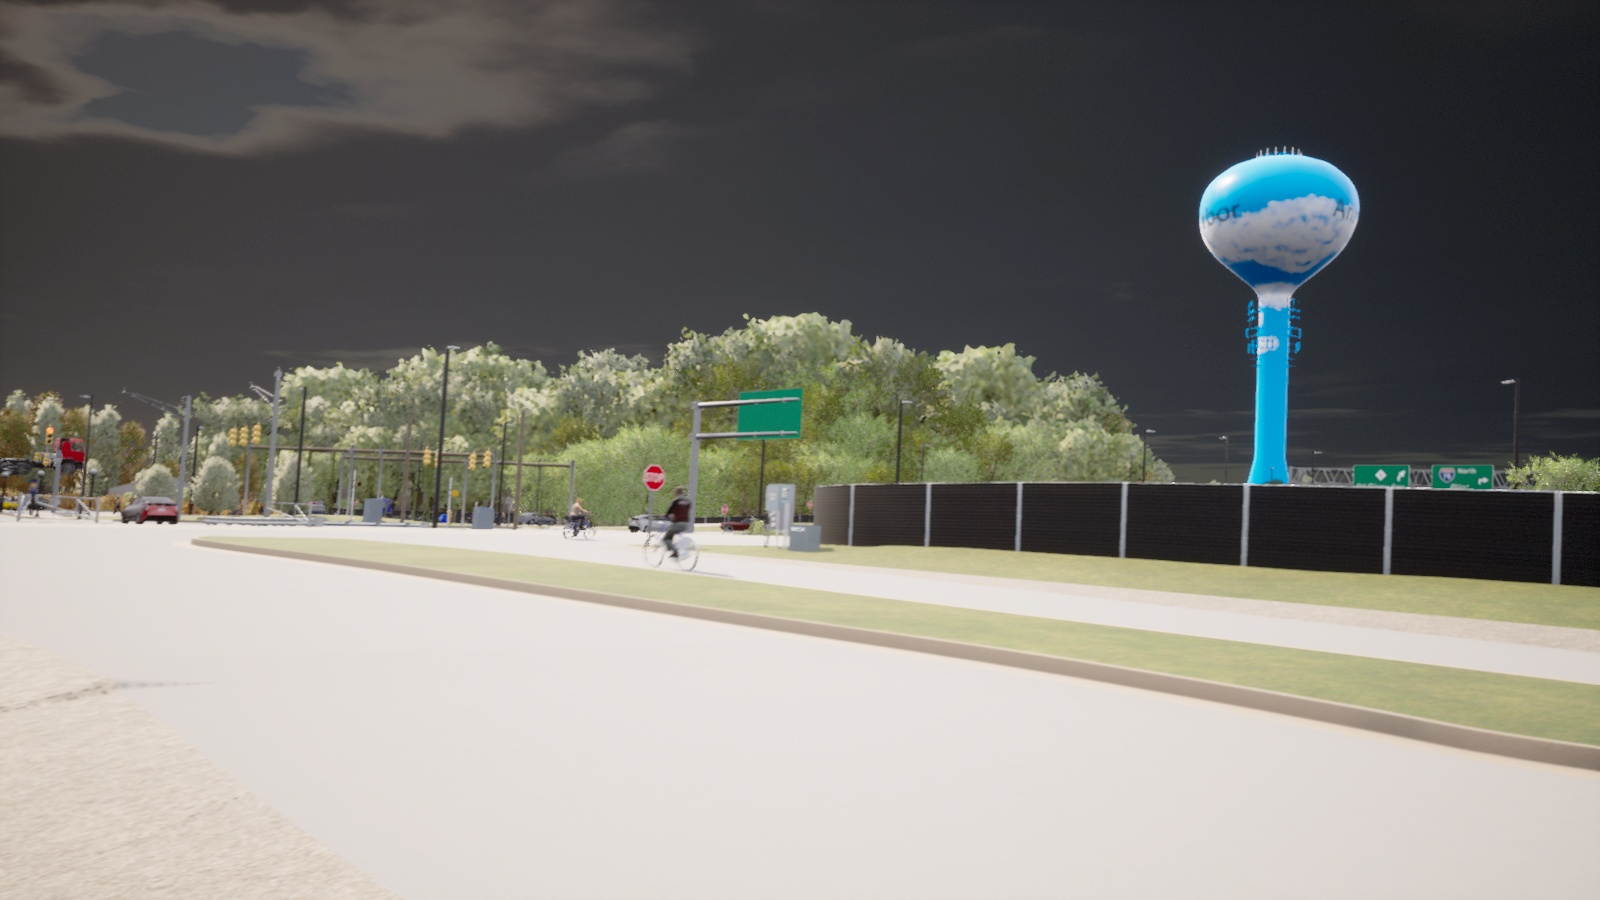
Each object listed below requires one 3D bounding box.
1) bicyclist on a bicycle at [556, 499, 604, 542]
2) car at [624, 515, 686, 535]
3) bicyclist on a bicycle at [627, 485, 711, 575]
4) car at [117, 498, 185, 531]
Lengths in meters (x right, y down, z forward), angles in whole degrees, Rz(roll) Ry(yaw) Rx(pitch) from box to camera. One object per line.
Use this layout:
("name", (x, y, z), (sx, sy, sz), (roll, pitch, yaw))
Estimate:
("bicyclist on a bicycle", (-8.489, 2.721, 48.481), (0.866, 1.612, 1.509), (0, -3, 43))
("car", (-11.391, 5.890, 98.676), (2.007, 1.525, 4.514), (-1, -4, 45))
("bicyclist on a bicycle", (-2.752, 1.663, 26.268), (0.659, 1.776, 1.843), (6, -4, -43))
("car", (-32.896, 3.235, 63.584), (2.007, 1.525, 4.514), (4, -4, -40))
